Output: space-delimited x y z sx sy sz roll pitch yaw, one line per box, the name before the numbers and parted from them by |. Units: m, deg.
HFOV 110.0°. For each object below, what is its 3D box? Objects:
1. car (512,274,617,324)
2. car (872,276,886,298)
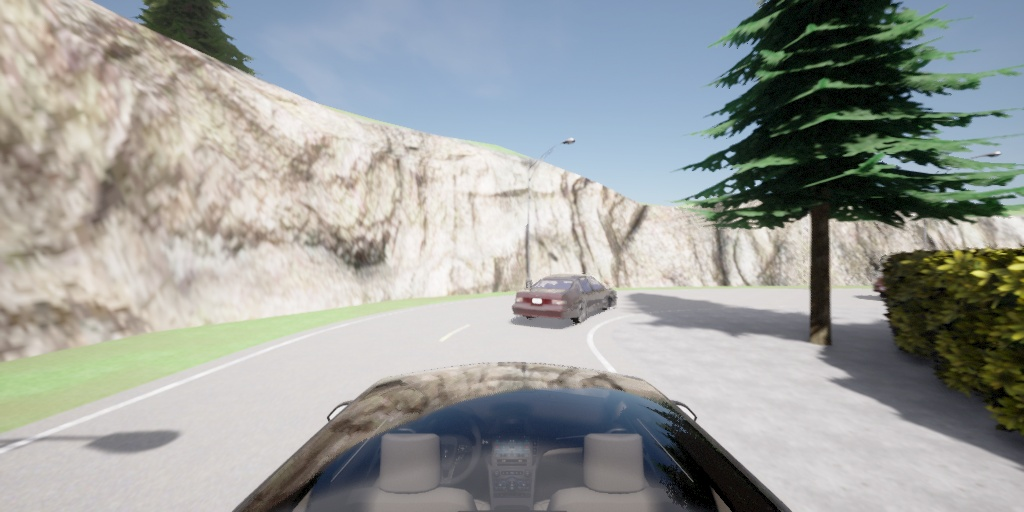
car | 2.031 1.321 12.287 2.033 1.411 5.357 0 0 32
car | 19.381 1.309 16.506 4.674 1.442 1.812 0 0 -1
